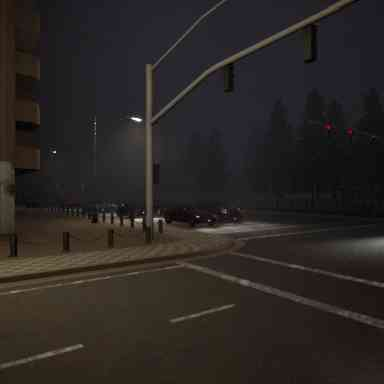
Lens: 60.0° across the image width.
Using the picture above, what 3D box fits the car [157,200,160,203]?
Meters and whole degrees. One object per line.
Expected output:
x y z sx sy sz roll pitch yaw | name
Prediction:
-3.343 1.543 33.734 2.128 1.511 4.902 0 0 -36 | car

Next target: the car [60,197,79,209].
-17.257 1.530 47.131 1.882 1.535 5.008 0 0 -35 | car

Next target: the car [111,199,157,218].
-5.403 1.616 30.602 1.994 1.385 4.181 0 0 -36 | car

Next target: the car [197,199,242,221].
1.895 1.403 26.465 2.097 1.767 4.553 0 0 -36 | car

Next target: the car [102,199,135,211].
-9.390 1.599 42.141 2.033 1.411 5.357 0 0 -35 | car

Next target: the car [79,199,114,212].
-11.146 1.653 38.586 1.895 1.301 4.718 0 0 -36 | car

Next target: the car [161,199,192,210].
-2.141 1.650 44.371 1.895 1.301 4.718 0 0 -36 | car

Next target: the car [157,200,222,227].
-0.286 1.578 23.533 1.812 1.442 4.674 0 0 -37 | car

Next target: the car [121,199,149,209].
-8.033 1.651 46.573 1.895 1.301 4.718 0 0 -36 | car
